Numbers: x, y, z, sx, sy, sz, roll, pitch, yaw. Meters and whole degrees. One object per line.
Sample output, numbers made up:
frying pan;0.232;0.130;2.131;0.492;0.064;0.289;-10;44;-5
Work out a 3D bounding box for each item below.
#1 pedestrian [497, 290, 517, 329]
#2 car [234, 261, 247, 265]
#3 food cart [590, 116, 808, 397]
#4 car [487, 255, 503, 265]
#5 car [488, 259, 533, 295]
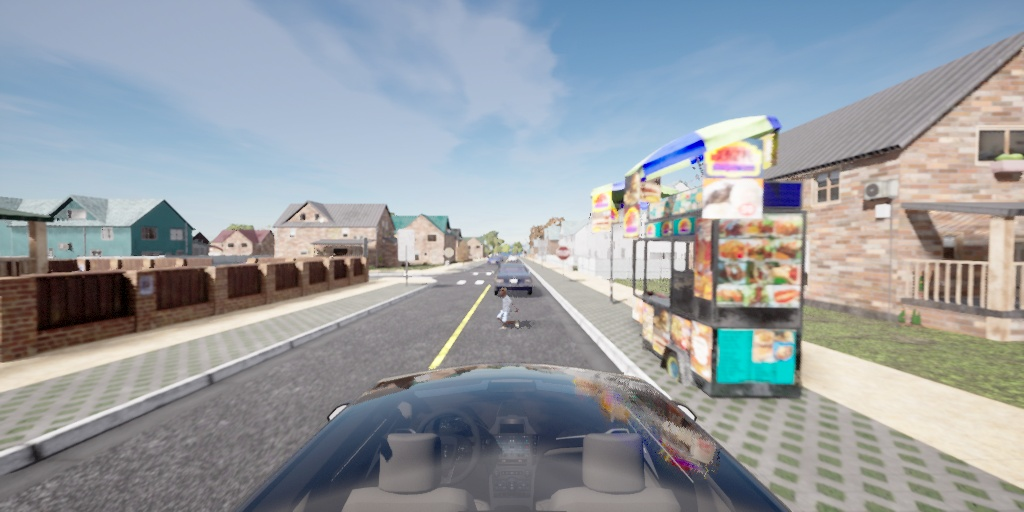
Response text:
pedestrian;-0.142;0.939;9.185;0.375;1.860;0.375;-1;2;0
car;-20.475;1.029;27.932;4.181;1.385;1.994;0;2;-1
food cart;3.022;0.148;6.368;2.280;3.560;4.660;0;0;0
car;-2.663;0.632;53.929;1.812;1.442;4.674;0;0;1
car;-0.019;1.078;17.953;2.033;1.411;5.357;0;1;-3
